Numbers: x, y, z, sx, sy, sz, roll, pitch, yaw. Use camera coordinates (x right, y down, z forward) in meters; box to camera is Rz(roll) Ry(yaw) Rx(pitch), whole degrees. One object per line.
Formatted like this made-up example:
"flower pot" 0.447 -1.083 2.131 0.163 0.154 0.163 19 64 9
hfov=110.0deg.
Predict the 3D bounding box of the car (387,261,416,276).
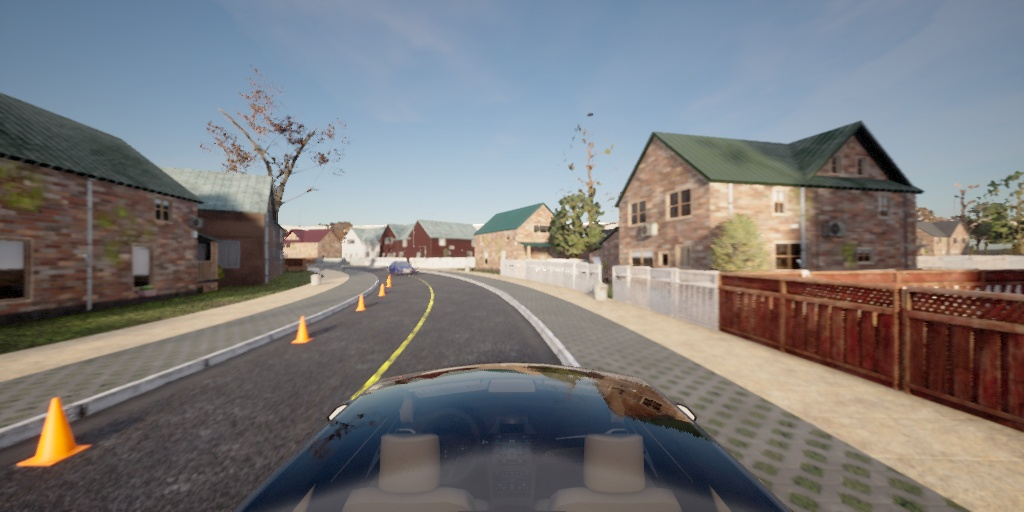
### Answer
"car" -11.046 1.198 35.787 1.812 1.442 4.674 0 0 -32

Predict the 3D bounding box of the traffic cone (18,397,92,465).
"traffic cone" -4.612 1.726 3.632 0.340 0.580 0.340 0 0 -2

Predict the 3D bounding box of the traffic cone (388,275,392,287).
"traffic cone" -7.758 1.662 22.679 0.340 0.580 0.340 0 0 -17

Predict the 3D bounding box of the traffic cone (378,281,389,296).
"traffic cone" -6.509 1.676 18.003 0.340 0.580 0.340 0 0 -13

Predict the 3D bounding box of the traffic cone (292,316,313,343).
"traffic cone" -4.934 1.708 8.460 0.340 0.580 0.340 0 0 -6

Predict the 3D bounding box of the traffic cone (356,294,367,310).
"traffic cone" -5.566 1.691 13.257 0.340 0.580 0.340 0 0 -9
